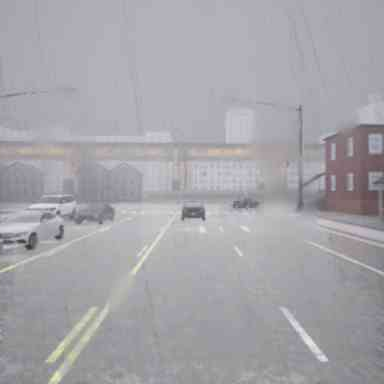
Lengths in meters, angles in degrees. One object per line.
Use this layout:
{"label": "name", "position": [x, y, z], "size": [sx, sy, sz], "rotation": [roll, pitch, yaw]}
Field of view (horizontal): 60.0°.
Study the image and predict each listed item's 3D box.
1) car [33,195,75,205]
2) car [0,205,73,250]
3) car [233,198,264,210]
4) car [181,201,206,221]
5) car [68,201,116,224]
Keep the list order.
{"label": "car", "position": [-10.585, 1.225, 25.510], "size": [2.150, 2.045, 5.566], "rotation": [0, 0, -1]}
{"label": "car", "position": [-7.089, 1.528, 14.559], "size": [1.812, 1.442, 4.674], "rotation": [0, 0, 0]}
{"label": "car", "position": [7.227, 1.512, 42.447], "size": [4.892, 1.490, 1.837], "rotation": [0, -3, -44]}
{"label": "car", "position": [0.100, 1.482, 27.266], "size": [1.882, 1.535, 5.008], "rotation": [0, 0, 0]}
{"label": "car", "position": [-7.079, 1.551, 24.840], "size": [2.033, 1.411, 5.357], "rotation": [0, 0, 1]}
